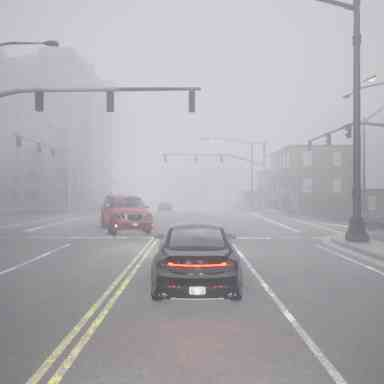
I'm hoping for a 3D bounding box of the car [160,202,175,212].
[{"bbox_3d":[-3.630,2.065,45.558,1.837,1.490,4.892,0,-5,0],"label":"car"}]

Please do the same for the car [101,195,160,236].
[{"bbox_3d":[-3.798,1.218,18.922,2.150,2.045,5.566,2,0,-22],"label":"car"}]

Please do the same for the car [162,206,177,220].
[{"bbox_3d":[-3.628,3.521,54.964,2.128,1.511,4.902,0,-12,0],"label":"car"}]

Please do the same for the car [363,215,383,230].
[{"bbox_3d":[16.049,2.655,28.207,4.181,1.385,1.994,8,0,0],"label":"car"}]

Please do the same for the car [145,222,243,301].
[{"bbox_3d":[0.094,1.505,8.321,1.837,1.490,4.892,0,0,0],"label":"car"}]
